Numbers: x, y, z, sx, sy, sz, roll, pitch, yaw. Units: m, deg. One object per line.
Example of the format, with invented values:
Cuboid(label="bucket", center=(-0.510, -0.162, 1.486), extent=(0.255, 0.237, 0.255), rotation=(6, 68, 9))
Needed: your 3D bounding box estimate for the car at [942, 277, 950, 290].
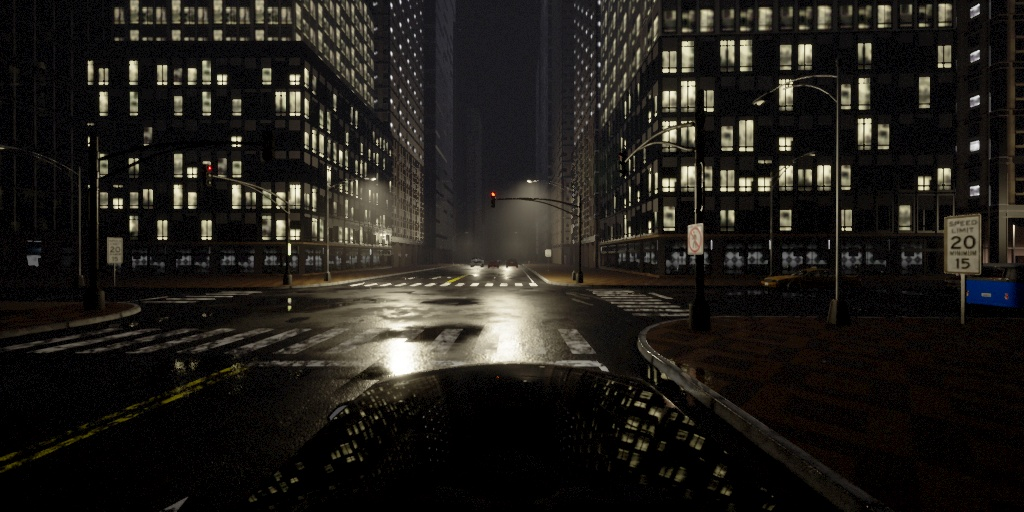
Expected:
Cuboid(label="car", center=(26.926, 1.356, 20.099), extent=(4.207, 1.307, 1.802), rotation=(0, 0, 2))

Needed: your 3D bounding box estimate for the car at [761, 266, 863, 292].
Cuboid(label="car", center=(17.092, 1.293, 20.585), extent=(4.829, 1.417, 1.751), rotation=(0, 0, 2))

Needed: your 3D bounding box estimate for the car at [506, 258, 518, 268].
Cuboid(label="car", center=(0.013, 1.212, 63.559), extent=(2.097, 1.767, 4.553), rotation=(0, 0, 0))

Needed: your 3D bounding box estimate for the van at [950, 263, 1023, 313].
Cuboid(label="van", center=(18.360, 1.119, 12.413), extent=(3.998, 1.789, 1.690), rotation=(0, 0, 2))

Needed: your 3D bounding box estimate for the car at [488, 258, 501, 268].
Cuboid(label="car", center=(-3.237, 1.460, 63.203), extent=(1.895, 1.301, 4.718), rotation=(0, 0, 0))
